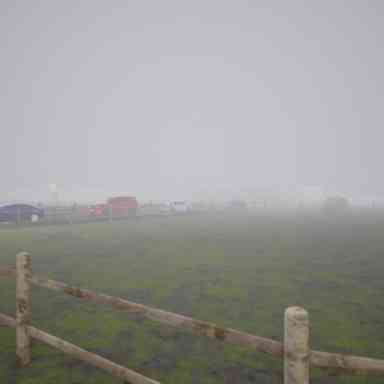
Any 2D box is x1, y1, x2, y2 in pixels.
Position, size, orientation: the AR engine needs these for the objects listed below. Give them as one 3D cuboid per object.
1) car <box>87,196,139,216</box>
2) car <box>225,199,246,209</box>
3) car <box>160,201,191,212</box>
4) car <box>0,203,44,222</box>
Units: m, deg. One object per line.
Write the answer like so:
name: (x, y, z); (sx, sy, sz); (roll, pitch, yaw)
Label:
car: (-7.892, 1.420, 33.863); (2.150, 2.045, 5.566); (0, 0, 37)
car: (7.129, 1.931, 54.295); (2.128, 1.511, 4.902); (0, -1, 36)
car: (-1.996, 1.814, 41.925); (1.812, 1.442, 4.674); (0, 0, 36)
car: (-13.955, 1.586, 25.505); (1.882, 1.535, 5.008); (0, 0, 35)
